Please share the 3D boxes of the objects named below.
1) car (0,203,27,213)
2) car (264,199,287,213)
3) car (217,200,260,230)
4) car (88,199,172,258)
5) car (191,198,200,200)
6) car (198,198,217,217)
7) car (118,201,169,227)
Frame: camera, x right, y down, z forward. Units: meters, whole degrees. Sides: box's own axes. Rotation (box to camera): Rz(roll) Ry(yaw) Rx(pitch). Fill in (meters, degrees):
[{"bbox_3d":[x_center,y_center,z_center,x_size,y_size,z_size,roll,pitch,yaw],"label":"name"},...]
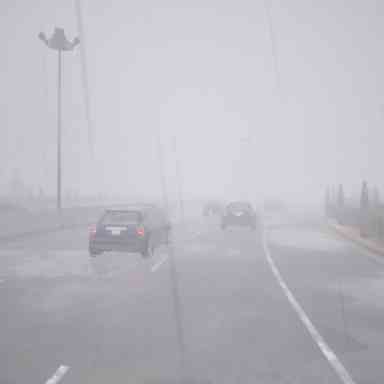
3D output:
[{"bbox_3d":[-14.213,1.496,24.647,1.994,1.385,4.181,0,0,14],"label":"car"},{"bbox_3d":[9.671,1.521,38.302,1.882,1.535,5.008,0,0,26],"label":"car"},{"bbox_3d":[3.237,1.366,21.540,2.097,1.767,4.553,0,0,14],"label":"car"},{"bbox_3d":[-2.164,1.341,12.935,2.097,1.767,4.553,0,0,9],"label":"car"},{"bbox_3d":[0.898,1.616,51.714,2.033,1.411,5.357,0,0,32],"label":"car"},{"bbox_3d":[2.405,1.515,30.422,1.837,1.490,4.892,0,0,20],"label":"car"},{"bbox_3d":[-3.346,1.488,24.041,1.837,1.490,4.892,0,0,15],"label":"car"}]
